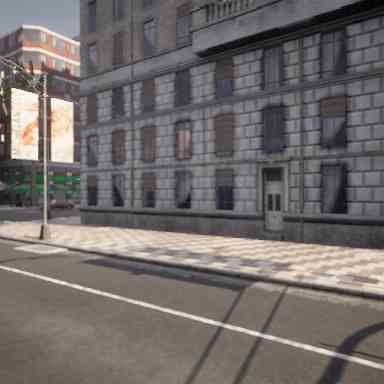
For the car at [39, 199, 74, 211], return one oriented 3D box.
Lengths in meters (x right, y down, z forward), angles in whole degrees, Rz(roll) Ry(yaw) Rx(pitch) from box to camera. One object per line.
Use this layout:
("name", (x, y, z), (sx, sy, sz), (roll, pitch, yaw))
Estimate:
("car", (-17.957, 1.708, 44.287), (1.812, 1.442, 4.674), (0, 0, 36))
